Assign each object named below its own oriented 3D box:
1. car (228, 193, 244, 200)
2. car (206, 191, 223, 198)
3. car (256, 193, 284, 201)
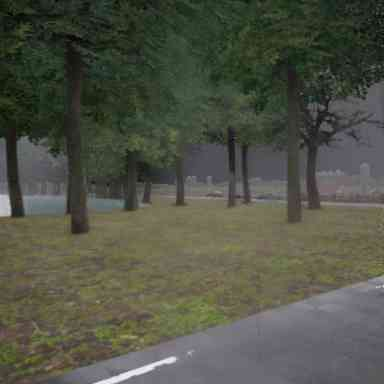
[{"bbox_3d":[9.104,0.841,63.526,1.895,1.301,4.718,-1,1,-35],"label":"car"},{"bbox_3d":[4.976,0.493,73.980,1.812,1.442,4.674,-1,1,-36],"label":"car"},{"bbox_3d":[14.233,0.801,61.154,2.033,1.411,5.357,-1,1,-36],"label":"car"}]
